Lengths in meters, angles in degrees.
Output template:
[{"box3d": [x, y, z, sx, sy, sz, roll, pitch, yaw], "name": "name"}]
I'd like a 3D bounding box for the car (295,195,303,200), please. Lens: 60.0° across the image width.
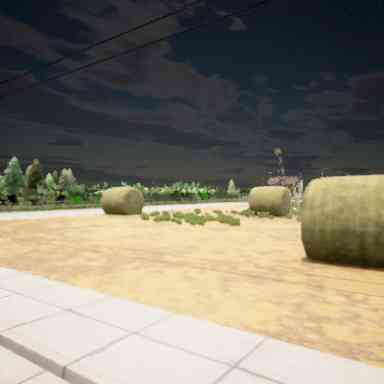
[{"box3d": [29.280, 1.507, 88.747, 1.882, 1.535, 5.008, 0, 0, 42], "name": "car"}]
